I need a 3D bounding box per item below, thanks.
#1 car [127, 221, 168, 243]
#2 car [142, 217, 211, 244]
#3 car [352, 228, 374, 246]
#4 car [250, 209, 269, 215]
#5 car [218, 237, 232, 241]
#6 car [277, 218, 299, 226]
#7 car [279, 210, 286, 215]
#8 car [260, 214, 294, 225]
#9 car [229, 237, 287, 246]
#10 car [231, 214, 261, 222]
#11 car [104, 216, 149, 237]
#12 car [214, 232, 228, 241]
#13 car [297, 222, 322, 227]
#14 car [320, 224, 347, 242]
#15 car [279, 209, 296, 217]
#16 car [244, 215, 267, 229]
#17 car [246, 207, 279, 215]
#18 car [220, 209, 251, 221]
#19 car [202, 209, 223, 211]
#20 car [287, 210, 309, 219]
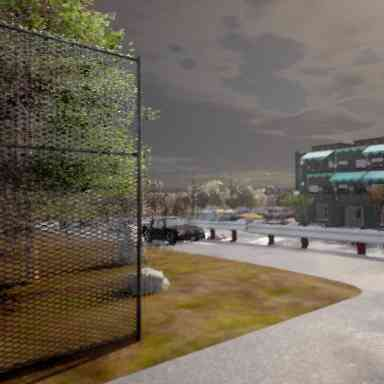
[{"bbox_3d":[-5.073,4.555,38.416,2.185,1.767,4.553,0,1,36],"label":"car"},{"bbox_3d":[-1.371,2.304,20.268,2.033,1.411,5.357,-1,-4,-33],"label":"car"},{"bbox_3d":[17.939,4.506,34.400,2.097,1.535,5.008,0,0,37],"label":"car"},{"bbox_3d":[13.077,5.136,71.382,5.366,1.575,1.946,2,0,36],"label":"car"},{"bbox_3d":[3.312,4.712,25.849,2.163,1.488,4.792,-1,1,36],"label":"car"},{"bbox_3d":[12.918,4.501,41.628,1.946,1.575,5.366,0,0,36],"label":"car"},{"bbox_3d":[17.915,5.317,74.888,4.674,1.452,2.002,1,0,36],"label":"car"},{"bbox_3d":[11.400,4.378,44.266,2.185,1.767,4.553,0,0,36],"label":"car"},{"bbox_3d":[4.947,4.434,23.281,2.435,2.045,5.566,0,1,36],"label":"car"},{"bbox_3d":[8.097,4.543,49.165,2.002,1.452,4.674,0,0,36],"label":"car"},{"bbox_3d":[-8.457,4.430,43.393,2.435,2.045,5.566,0,1,36],"label":"car"},{"bbox_3d":[1.627,4.431,28.359,2.435,2.045,5.566,-1,1,36],"label":"car"},{"bbox_3d":[14.661,4.506,39.324,2.231,1.521,4.892,0,0,36],"label":"car"},{"bbox_3d":[16.316,4.535,36.883,2.163,1.488,4.792,0,0,36],"label":"car"},{"bbox_3d":[20.418,5.339,76.588,5.008,1.535,2.097,1,0,36],"label":"car"},{"bbox_3d":[9.742,4.504,46.707,2.231,1.521,4.892,0,0,36],"label":"car"},{"bbox_3d":[15.455,4.959,73.181,5.566,2.045,2.435,1,0,36],"label":"car"},{"bbox_3d":[6.465,4.251,51.654,2.435,2.045,5.566,0,0,36],"label":"car"},{"bbox_3d":[4.762,5.224,87.879,4.892,1.521,2.231,0,-2,36],"label":"car"},{"bbox_3d":[25.373,5.332,80.007,4.553,1.767,2.185,1,0,36],"label":"car"}]
